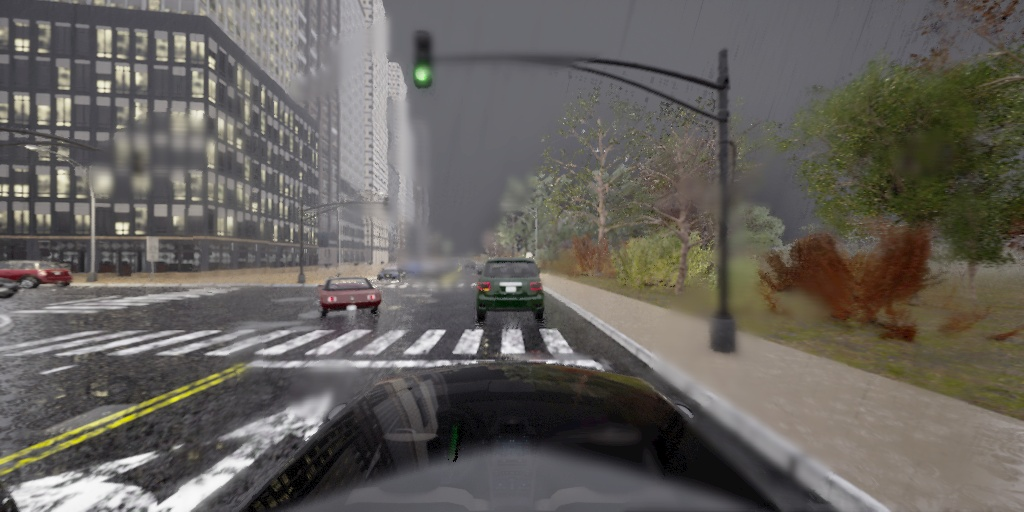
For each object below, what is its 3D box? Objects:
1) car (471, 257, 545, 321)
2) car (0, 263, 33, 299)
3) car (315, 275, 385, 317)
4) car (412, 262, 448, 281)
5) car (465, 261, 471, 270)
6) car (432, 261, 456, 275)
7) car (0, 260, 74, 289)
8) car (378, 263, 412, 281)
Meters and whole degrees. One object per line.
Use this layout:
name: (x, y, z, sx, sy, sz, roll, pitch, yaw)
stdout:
car: (-0.093, 1.067, 13.140, 2.150, 2.045, 5.566, 0, 0, -1)
car: (-23.432, 1.101, 14.604, 4.674, 1.442, 1.812, 1, 0, -7)
car: (-6.453, 1.454, 13.885, 1.895, 1.301, 4.718, 0, -1, -30)
car: (-7.786, 1.561, 34.600, 2.033, 1.411, 5.357, 0, 0, -4)
car: (-7.318, 1.725, 64.052, 1.837, 1.490, 4.892, 0, 0, -7)
car: (-8.530, 1.633, 44.645, 2.033, 1.411, 5.357, 0, 0, -4)
car: (-27.535, 0.982, 19.913, 4.097, 1.591, 1.967, 0, 0, -9)
car: (-10.960, 1.570, 33.236, 1.994, 1.385, 4.181, 0, 0, -4)
